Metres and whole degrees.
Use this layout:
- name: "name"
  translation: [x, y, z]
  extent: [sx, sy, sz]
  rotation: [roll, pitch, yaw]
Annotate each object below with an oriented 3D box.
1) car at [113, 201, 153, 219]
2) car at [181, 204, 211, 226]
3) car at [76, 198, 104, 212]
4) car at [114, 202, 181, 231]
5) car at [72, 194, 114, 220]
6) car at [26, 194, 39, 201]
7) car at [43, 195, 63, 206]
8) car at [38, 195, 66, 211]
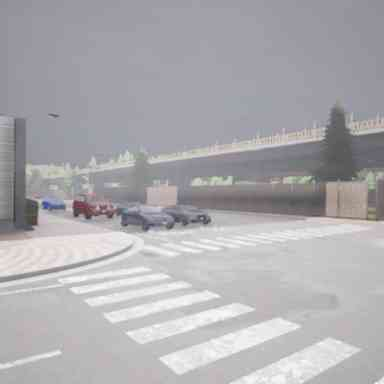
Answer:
- name: "car"
  translation: [-5.391, 1.564, 30.178]
  extent: [1.994, 1.385, 4.181]
  rotation: [0, 0, -35]
- name: "car"
  translation: [-0.521, 1.564, 23.352]
  extent: [1.994, 1.385, 4.181]
  rotation: [0, 0, -36]
- name: "car"
  translation: [-12.278, 1.504, 39.812]
  extent: [1.837, 1.490, 4.892]
  rotation: [0, 0, -35]
- name: "car"
  translation: [-2.890, 1.511, 20.655]
  extent: [1.812, 1.442, 4.674]
  rotation: [0, 0, -35]
- name: "car"
  translation: [-8.594, 1.207, 28.632]
  extent: [2.150, 2.045, 5.566]
  rotation: [0, 0, -35]
- name: "car"
  translation: [-25.641, 1.465, 52.650]
  extent: [1.882, 1.535, 5.008]
  rotation: [0, 0, -35]
- name: "car"
  translation: [-22.955, 1.350, 54.916]
  extent: [2.097, 1.767, 4.553]
  rotation: [0, 0, -35]
- name: "car"
  translation: [-16.554, 1.463, 39.781]
  extent: [1.882, 1.535, 5.008]
  rotation: [0, 0, -36]
